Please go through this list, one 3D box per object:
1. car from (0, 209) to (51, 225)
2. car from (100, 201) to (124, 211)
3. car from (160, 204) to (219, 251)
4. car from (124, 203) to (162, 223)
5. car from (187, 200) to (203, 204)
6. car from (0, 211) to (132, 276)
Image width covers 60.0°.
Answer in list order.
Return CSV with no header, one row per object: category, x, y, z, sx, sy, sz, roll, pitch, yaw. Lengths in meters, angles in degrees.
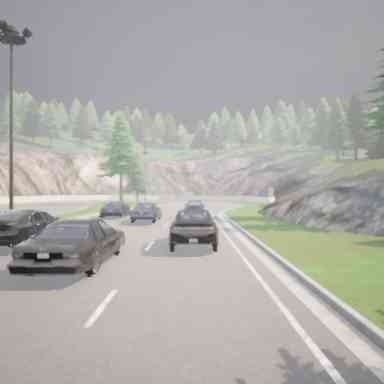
car,-6.929,1.489,14.057,1.837,1.490,4.892,0,1,0
car,-6.711,1.527,29.695,1.994,1.385,4.181,0,0,3
car,0.070,1.475,13.999,2.128,1.511,4.902,0,0,0
car,-3.402,1.516,25.277,2.033,1.411,5.357,0,0,1
car,0.294,1.488,29.938,1.812,1.442,4.674,0,0,3
car,-3.457,1.535,10.278,2.033,1.411,5.357,0,0,1
